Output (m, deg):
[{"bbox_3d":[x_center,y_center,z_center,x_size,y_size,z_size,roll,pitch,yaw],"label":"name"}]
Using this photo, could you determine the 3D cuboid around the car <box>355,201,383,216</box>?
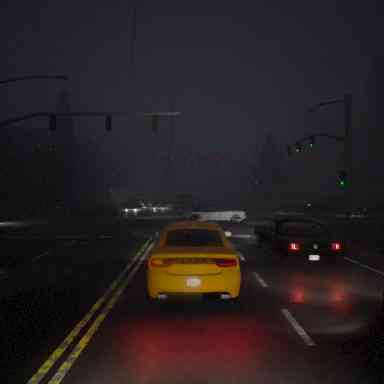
[{"bbox_3d":[18.773,1.547,32.194,5.357,1.411,2.033,0,0,-2],"label":"car"}]

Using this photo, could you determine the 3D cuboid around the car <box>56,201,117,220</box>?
[{"bbox_3d":[-8.898,1.493,28.220,4.902,1.511,2.128,0,0,-19],"label":"car"}]

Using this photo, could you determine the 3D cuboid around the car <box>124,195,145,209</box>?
[{"bbox_3d":[-8.208,1.564,46.431,1.994,1.385,4.181,0,0,-1],"label":"car"}]

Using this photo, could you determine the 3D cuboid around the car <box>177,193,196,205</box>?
[{"bbox_3d":[-1.000,1.221,48.735,2.150,2.045,5.566,0,0,-2],"label":"car"}]

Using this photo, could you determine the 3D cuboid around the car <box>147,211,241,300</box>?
[{"bbox_3d":[0.034,1.478,8.471,1.882,1.535,5.008,0,0,0],"label":"car"}]

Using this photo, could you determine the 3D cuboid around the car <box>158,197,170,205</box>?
[{"bbox_3d":[-5.029,1.564,59.772,1.994,1.385,4.181,0,0,-1],"label":"car"}]

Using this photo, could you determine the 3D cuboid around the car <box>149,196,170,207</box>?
[{"bbox_3d":[-4.793,1.564,49.743,1.994,1.385,4.181,0,0,-2],"label":"car"}]

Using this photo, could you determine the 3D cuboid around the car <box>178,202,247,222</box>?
[{"bbox_3d":[1.553,1.601,24.305,4.718,1.301,1.895,0,0,-4],"label":"car"}]

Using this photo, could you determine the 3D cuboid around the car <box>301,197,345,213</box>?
[{"bbox_3d":[14.083,1.352,35.560,4.553,1.767,2.097,0,0,-2],"label":"car"}]

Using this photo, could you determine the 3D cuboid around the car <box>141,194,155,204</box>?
[{"bbox_3d":[-8.642,1.352,65.550,2.097,1.767,4.553,0,0,-1],"label":"car"}]

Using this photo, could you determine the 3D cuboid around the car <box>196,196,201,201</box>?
[{"bbox_3d":[1.306,1.595,88.208,1.895,1.301,4.718,0,0,-1],"label":"car"}]

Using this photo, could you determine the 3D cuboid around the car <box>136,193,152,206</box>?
[{"bbox_3d":[-8.441,1.221,55.750,2.150,2.045,5.566,0,0,-1],"label":"car"}]

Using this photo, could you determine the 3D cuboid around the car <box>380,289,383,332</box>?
[{"bbox_3d":[3.597,1.478,2.706,1.882,1.535,5.008,0,0,0],"label":"car"}]

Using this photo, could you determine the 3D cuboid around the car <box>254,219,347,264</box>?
[{"bbox_3d":[3.502,1.601,11.795,1.895,1.301,4.718,0,0,-1],"label":"car"}]
